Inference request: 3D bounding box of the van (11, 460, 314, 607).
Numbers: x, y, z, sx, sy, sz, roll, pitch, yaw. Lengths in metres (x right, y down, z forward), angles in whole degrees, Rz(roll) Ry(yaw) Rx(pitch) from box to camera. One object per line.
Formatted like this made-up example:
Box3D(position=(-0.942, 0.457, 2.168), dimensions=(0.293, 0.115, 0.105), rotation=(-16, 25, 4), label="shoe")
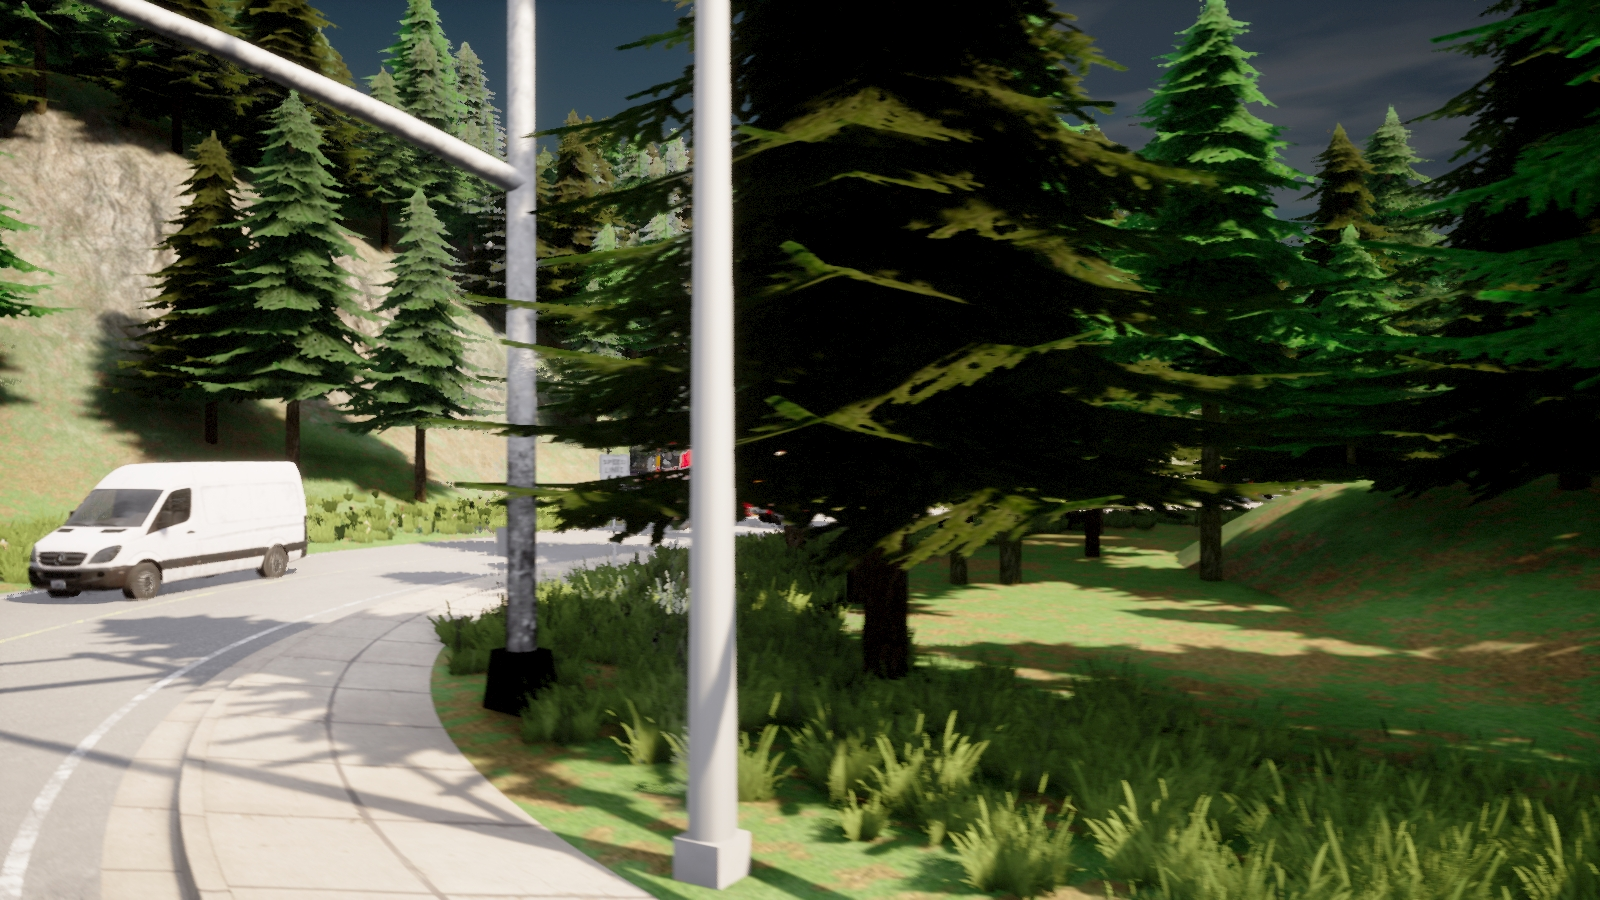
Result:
Box3D(position=(-12.683, 1.508, 23.355), dimensions=(1.988, 2.561, 5.915), rotation=(0, 0, 12), label="van")
